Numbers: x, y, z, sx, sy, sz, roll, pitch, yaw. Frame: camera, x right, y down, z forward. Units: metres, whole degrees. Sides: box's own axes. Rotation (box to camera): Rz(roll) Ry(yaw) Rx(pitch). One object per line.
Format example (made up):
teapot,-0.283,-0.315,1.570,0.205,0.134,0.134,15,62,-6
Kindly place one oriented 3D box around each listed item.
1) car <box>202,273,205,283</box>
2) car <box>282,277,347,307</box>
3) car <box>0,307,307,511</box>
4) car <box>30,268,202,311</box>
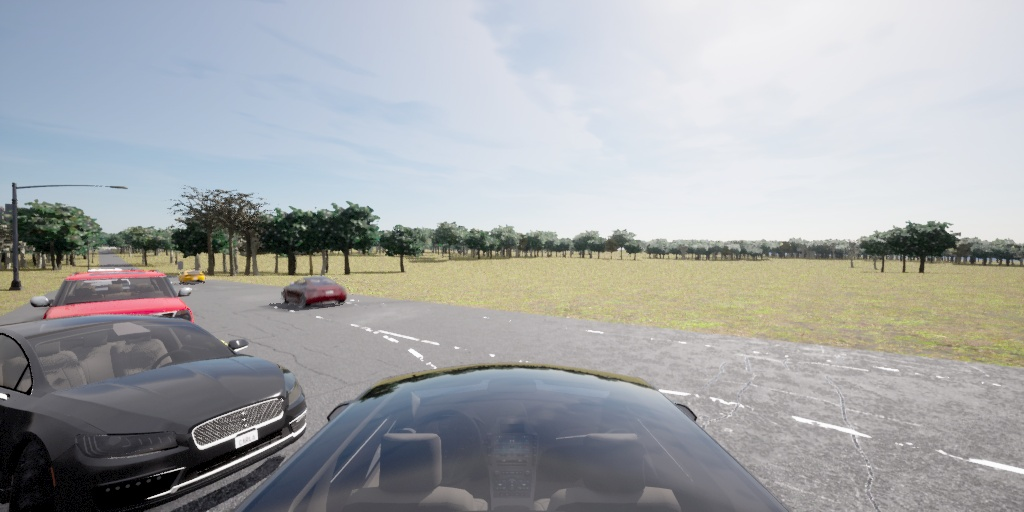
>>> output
car,-38.468,2.459,43.031,5.008,1.535,1.882,-2,0,41
car,-10.360,1.777,18.682,4.181,1.385,1.994,-2,0,41
car,-4.557,1.445,3.985,4.892,1.490,1.837,-3,-3,21
car,-9.463,1.384,8.636,5.566,2.045,2.150,-2,0,41
